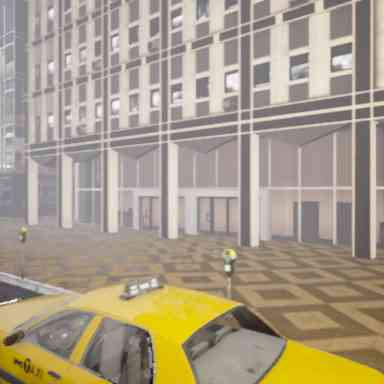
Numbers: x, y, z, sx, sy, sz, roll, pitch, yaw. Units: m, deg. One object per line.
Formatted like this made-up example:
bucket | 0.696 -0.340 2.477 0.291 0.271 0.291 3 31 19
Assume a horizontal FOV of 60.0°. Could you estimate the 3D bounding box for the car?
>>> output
car | -0.697 1.535 3.366 4.829 1.417 1.752 0 0 35
